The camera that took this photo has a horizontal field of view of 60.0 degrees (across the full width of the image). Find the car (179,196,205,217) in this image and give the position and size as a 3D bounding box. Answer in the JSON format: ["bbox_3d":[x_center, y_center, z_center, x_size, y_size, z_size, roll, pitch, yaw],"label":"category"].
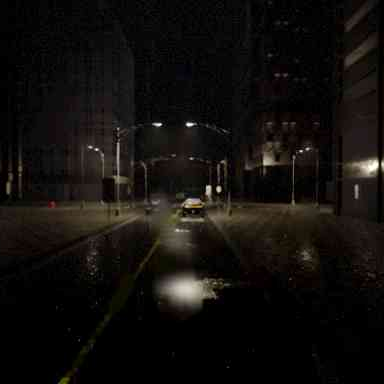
[{"bbox_3d":[0.113,1.389,29.660,2.128,1.511,4.902,0,0,0],"label":"car"}]

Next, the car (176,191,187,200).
[{"bbox_3d":[-2.965,0.892,85.354,2.150,2.045,5.566,0,0,0],"label":"car"}]

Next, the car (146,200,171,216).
[{"bbox_3d":[-3.026,1.458,30.777,1.994,1.385,4.181,0,0,1],"label":"car"}]
